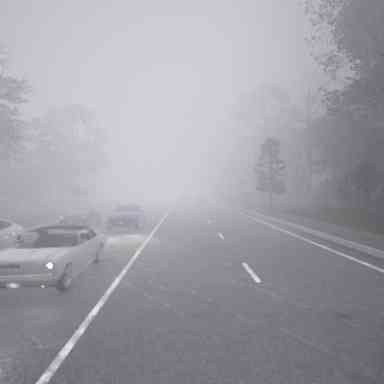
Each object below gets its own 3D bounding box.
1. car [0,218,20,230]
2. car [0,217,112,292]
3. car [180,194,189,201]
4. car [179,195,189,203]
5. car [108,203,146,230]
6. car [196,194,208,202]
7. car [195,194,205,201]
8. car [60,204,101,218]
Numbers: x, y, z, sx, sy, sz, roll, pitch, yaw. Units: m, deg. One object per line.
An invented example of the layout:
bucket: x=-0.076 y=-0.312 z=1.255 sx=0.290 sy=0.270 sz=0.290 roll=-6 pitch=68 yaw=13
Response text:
car: x=-7.319 y=1.621 z=11.208 sx=1.812 sy=1.442 sz=4.674 roll=-1 pitch=0 yaw=-1
car: x=-3.767 y=1.635 z=9.125 sx=1.895 sy=1.301 sz=4.718 roll=-1 pitch=0 yaw=-1
car: x=-1.744 y=1.258 z=74.504 sx=1.895 sy=1.301 sz=4.718 roll=-1 pitch=0 yaw=-1
car: x=-1.502 y=1.347 z=64.499 sx=1.895 sy=1.301 sz=4.718 roll=-1 pitch=0 yaw=-1
car: x=-4.051 y=1.465 z=21.154 sx=1.882 sy=1.535 sz=5.008 roll=-1 pitch=1 yaw=-1
car: x=2.005 y=1.156 z=64.144 sx=1.882 sy=1.535 sz=5.008 roll=-1 pitch=0 yaw=-1
car: x=1.754 y=1.123 z=74.553 sx=2.033 sy=1.411 sz=5.357 roll=-1 pitch=0 yaw=-1
car: x=-7.582 y=1.574 z=23.026 sx=1.812 sy=1.442 sz=4.674 roll=-1 pitch=0 yaw=-2
